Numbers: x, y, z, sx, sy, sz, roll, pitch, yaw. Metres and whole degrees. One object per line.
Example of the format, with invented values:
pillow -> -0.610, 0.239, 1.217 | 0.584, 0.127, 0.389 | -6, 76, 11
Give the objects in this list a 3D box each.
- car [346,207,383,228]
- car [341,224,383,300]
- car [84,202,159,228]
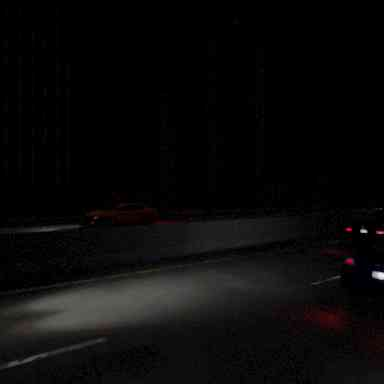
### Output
car -> 8.618, 1.549, 14.191 | 5.357, 1.411, 2.033 | 0, 0, -35
car -> 5.223, 1.564, 7.471 | 4.181, 1.385, 1.994 | 0, 0, -35
car -> -4.627, 1.478, 22.187 | 5.008, 1.535, 1.882 | 0, 0, -35
